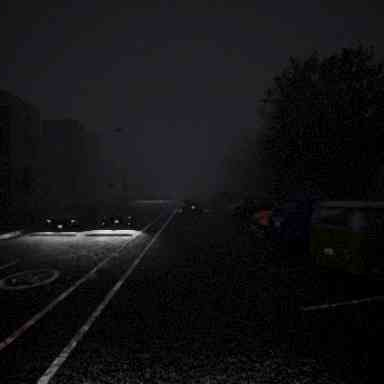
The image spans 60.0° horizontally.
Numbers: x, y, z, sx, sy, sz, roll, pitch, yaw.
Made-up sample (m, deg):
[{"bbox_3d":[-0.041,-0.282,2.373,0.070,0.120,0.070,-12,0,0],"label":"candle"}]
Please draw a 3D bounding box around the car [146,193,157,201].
[{"bbox_3d":[-7.880,0.889,64.933,1.837,1.490,4.892,0,1,-2],"label":"car"}]

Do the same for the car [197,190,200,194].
[{"bbox_3d":[4.234,0.857,65.152,5.366,1.575,1.946,0,1,-23],"label":"car"}]

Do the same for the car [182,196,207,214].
[{"bbox_3d":[0.079,1.351,32.085,1.994,1.385,4.181,0,1,0],"label":"car"}]

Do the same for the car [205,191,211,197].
[{"bbox_3d":[5.161,1.063,50.494,5.366,1.575,1.946,0,1,-22],"label":"car"}]

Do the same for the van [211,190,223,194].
[{"bbox_3d":[5.247,0.913,44.530,4.442,1.987,1.878,1,0,-21],"label":"van"}]

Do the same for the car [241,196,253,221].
[{"bbox_3d":[5.332,1.264,17.779,4.553,1.767,2.185,1,1,-20],"label":"car"}]

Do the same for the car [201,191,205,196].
[{"bbox_3d":[4.671,0.983,59.292,4.674,1.452,2.002,0,1,-23],"label":"car"}]

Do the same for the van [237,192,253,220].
[{"bbox_3d":[5.411,1.143,20.776,4.442,1.987,1.878,1,0,-20],"label":"van"}]

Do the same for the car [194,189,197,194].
[{"bbox_3d":[3.942,0.495,74.136,5.566,2.045,2.435,0,0,-24],"label":"car"}]

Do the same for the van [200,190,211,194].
[{"bbox_3d":[4.442,0.675,62.208,4.442,1.987,1.878,0,1,-23],"label":"van"}]

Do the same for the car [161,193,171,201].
[{"bbox_3d":[-5.073,0.912,64.745,1.812,1.442,4.674,0,1,-2],"label":"car"}]

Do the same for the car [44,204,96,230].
[{"bbox_3d":[-7.035,1.433,20.386,2.033,1.411,5.357,0,1,0],"label":"car"}]

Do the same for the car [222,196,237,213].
[{"bbox_3d":[5.482,1.320,26.722,5.366,1.575,1.946,1,0,-20],"label":"car"}]

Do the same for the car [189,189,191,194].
[{"bbox_3d":[2.602,0.540,91.902,5.008,1.535,2.097,0,0,-25],"label":"car"}]

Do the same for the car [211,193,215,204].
[{"bbox_3d":[5.195,1.213,41.514,4.674,1.452,2.002,1,1,-21],"label":"car"}]

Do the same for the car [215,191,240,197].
[{"bbox_3d":[5.244,1.111,35.562,4.553,1.767,2.185,1,0,-21],"label":"car"}]

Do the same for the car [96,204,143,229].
[{"bbox_3d":[-4.231,1.448,20.618,1.994,1.385,4.181,0,0,0],"label":"car"}]

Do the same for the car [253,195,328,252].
[{"bbox_3d":[5.332,1.176,11.859,5.566,2.045,2.435,1,0,-20],"label":"car"}]

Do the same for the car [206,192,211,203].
[{"bbox_3d":[5.062,1.102,47.457,5.008,1.535,2.097,0,0,-22],"label":"car"}]

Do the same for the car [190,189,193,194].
[{"bbox_3d":[2.827,0.601,88.928,4.792,1.488,2.163,0,1,-25],"label":"car"}]

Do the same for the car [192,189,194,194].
[{"bbox_3d":[3.324,0.640,83.013,4.892,1.521,2.231,0,1,-24],"label":"car"}]

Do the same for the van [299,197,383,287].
[{"bbox_3d":[5.408,1.218,8.933,4.442,1.987,1.878,1,0,-20],"label":"van"}]

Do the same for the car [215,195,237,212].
[{"bbox_3d":[5.131,1.291,29.563,5.366,1.575,1.946,1,1,-20],"label":"car"}]

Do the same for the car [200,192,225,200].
[{"bbox_3d":[4.255,0.862,68.192,4.674,1.452,2.002,0,1,-23],"label":"car"}]

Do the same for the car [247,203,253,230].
[{"bbox_3d":[5.309,1.409,14.805,5.008,1.535,2.097,1,1,-20],"label":"car"}]

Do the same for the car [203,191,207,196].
[{"bbox_3d":[4.767,1.024,56.340,4.674,1.452,2.002,0,1,-22],"label":"car"}]

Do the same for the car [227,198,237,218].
[{"bbox_3d":[5.330,1.376,23.707,4.792,1.488,2.163,1,0,-20],"label":"car"}]

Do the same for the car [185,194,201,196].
[{"bbox_3d":[-0.137,1.251,44.755,1.895,1.301,4.718,0,1,-1],"label":"car"}]
